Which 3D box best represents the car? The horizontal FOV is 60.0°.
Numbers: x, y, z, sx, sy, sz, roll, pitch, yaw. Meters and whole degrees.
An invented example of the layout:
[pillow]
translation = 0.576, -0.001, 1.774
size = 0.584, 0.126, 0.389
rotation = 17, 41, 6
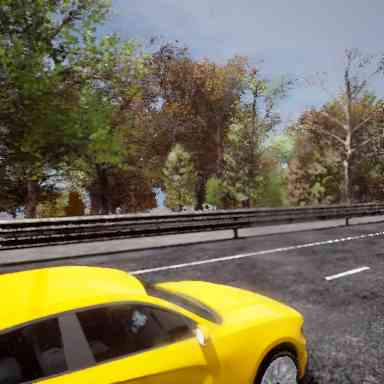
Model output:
[car]
translation = -1.002, 1.476, 3.046
size = 5.008, 1.535, 1.882
rotation = 0, 0, -36
